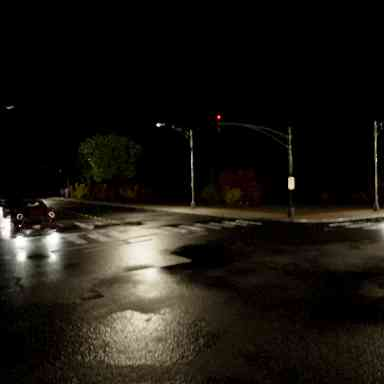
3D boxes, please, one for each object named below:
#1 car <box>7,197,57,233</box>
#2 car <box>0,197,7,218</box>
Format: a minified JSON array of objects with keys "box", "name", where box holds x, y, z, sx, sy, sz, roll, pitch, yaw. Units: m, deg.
[{"box":[-9.453,1.281,19.667,2.097,1.767,4.553,-2,1,-32],"name":"car"},{"box":[-15.459,1.435,29.136,1.812,1.442,4.674,-2,1,-32],"name":"car"}]
